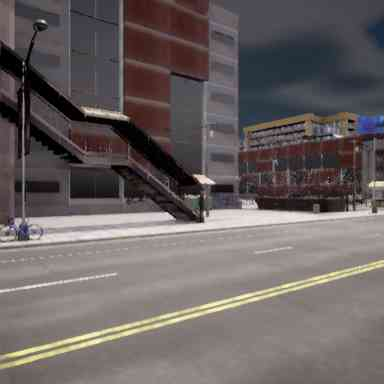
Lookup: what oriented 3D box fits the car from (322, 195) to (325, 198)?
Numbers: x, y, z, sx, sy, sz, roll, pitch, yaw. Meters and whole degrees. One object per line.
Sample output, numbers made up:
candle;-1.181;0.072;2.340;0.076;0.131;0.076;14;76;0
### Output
car;29.823;1.403;76.670;3.806;1.475;1.970;0;0;-36
